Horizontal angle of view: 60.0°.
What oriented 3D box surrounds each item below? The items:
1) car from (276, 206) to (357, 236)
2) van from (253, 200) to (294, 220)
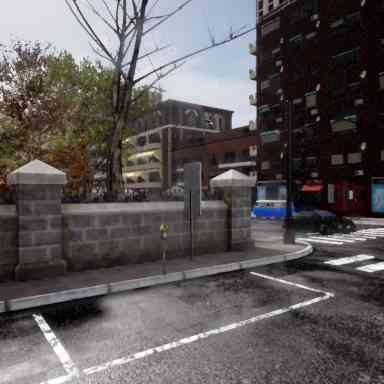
[{"bbox_3d":[7.406,1.745,19.642,1.994,1.385,4.181,0,-1,-31],"label":"car"},{"bbox_3d":[7.313,1.642,30.193,1.690,1.788,3.998,-1,0,-36],"label":"van"}]
